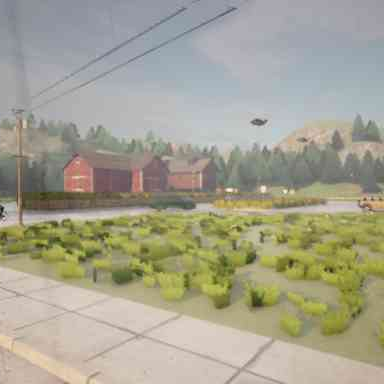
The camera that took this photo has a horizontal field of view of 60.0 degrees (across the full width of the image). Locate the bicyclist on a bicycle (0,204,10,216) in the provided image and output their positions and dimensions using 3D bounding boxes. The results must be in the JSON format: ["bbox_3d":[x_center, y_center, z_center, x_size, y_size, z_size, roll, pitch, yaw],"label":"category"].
[{"bbox_3d":[-14.946,1.438,25.572,1.656,1.620,0.582,0,0,-22],"label":"bicyclist on a bicycle"}]

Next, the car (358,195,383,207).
[{"bbox_3d":[21.085,1.310,37.077,4.605,1.855,1.932,0,0,35],"label":"car"}]

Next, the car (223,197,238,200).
[{"bbox_3d":[7.006,1.527,55.936,1.882,1.535,5.008,0,0,36],"label":"car"}]

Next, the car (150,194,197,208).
[{"bbox_3d":[-2.253,1.273,39.723,5.566,2.045,2.150,0,-1,-12],"label":"car"}]
